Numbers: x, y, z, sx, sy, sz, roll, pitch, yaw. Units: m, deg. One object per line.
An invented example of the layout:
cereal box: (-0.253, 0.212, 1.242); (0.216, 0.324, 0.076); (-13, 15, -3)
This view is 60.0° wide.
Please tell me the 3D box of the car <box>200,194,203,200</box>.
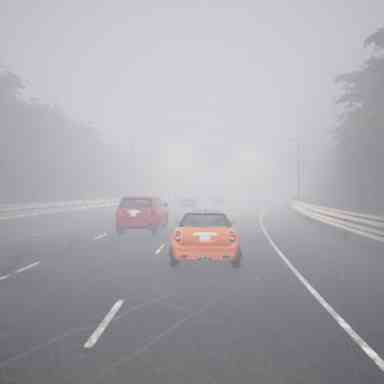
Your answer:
car: (2.289, 1.339, 86.156); (1.837, 1.490, 4.892); (0, 0, 12)

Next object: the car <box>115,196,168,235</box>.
car: (-2.707, 1.217, 18.984); (2.150, 2.045, 5.566); (0, 0, 3)

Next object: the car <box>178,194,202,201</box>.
car: (-0.245, 1.444, 47.715); (2.128, 1.511, 4.902); (0, 0, 7)

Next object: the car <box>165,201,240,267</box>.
car: (0.453, 1.354, 11.676); (2.097, 1.767, 4.553); (0, 0, 2)

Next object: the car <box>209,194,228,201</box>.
car: (4.841, 1.274, 60.102); (2.097, 1.767, 4.553); (0, 0, 8)

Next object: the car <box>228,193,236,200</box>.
car: (9.673, 1.445, 87.301); (1.895, 1.301, 4.718); (0, 0, 12)

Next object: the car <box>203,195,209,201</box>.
car: (4.439, 1.367, 78.936); (1.837, 1.490, 4.892); (0, 0, 11)

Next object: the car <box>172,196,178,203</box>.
car: (-2.258, 1.415, 59.628); (1.837, 1.490, 4.892); (0, 0, 8)

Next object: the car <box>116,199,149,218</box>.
car: (-5.405, 1.476, 30.843); (1.837, 1.490, 4.892); (0, 0, 5)
